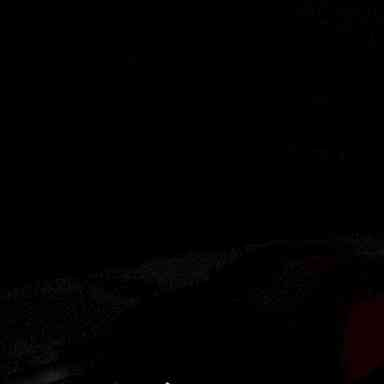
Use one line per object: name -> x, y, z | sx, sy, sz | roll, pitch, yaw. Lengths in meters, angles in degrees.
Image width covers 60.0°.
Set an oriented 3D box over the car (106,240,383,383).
car -> 1.399, 1.477, 4.378 | 5.008, 1.535, 1.882 | 0, 0, -36
